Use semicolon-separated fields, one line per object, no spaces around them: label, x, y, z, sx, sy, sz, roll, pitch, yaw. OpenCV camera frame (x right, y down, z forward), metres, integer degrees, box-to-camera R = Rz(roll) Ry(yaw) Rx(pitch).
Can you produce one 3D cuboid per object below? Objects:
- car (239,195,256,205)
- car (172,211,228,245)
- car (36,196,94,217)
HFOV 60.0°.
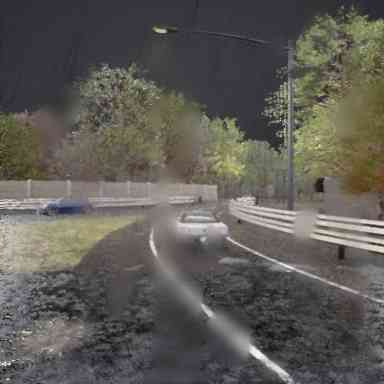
car;8.454;1.177;49.682;2.128;1.511;4.902;0;0;26
car;0.149;1.504;14.944;1.895;1.301;4.718;0;0;-8
car;-10.948;1.159;28.770;4.553;1.767;2.097;0;1;-38
